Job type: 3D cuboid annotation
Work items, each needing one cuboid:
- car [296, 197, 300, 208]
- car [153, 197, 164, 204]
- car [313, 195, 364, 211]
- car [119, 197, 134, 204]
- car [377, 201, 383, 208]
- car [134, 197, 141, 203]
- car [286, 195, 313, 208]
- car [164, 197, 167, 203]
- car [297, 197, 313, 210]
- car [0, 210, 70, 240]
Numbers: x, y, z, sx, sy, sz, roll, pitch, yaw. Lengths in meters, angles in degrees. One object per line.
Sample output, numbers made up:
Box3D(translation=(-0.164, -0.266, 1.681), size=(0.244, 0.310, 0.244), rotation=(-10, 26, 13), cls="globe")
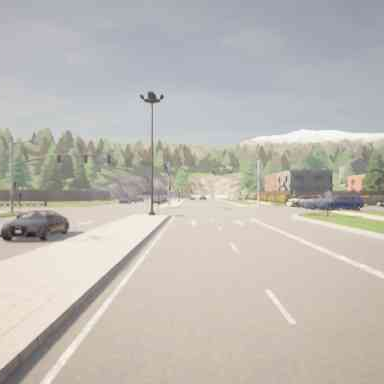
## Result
Box3D(translation=(18.865, 1.824, 49.667), size=(5.357, 1.411, 2.033), rotation=(0, 0, -1), cls="car")
Box3D(translation=(-7.917, 1.936, 73.935), size=(1.812, 1.442, 4.674), rotation=(0, 0, 0), cls="car")
Box3D(translation=(18.991, 1.461, 42.668), size=(5.566, 2.045, 2.150), rotation=(0, 0, -1), cls="car")
Box3D(translation=(-14.916, 1.953, 74.304), size=(2.033, 1.411, 5.357), rotation=(0, 0, 0), cls="car")
Box3D(translation=(32.293, 1.789, 53.275), size=(4.902, 1.511, 2.128), rotation=(0, 0, 0), cls="car")
Box3D(translation=(-14.905, 1.971, 84.685), size=(1.837, 1.490, 4.892), rotation=(0, 0, 0), cls="car")
Box3D(translation=(18.050, 1.521, 53.248), size=(5.566, 2.045, 2.150), rotation=(0, 0, 1), cls="car")
Box3D(translation=(-7.906, 1.989, 83.545), size=(1.812, 1.442, 4.674), rotation=(0, 0, 0), cls="car")
Box3D(translation=(17.968, 1.805, 46.160), size=(5.357, 1.411, 2.033), rotation=(0, 0, -1), cls="car")
Box3D(translation=(-8.002, 1.661, 17.345), size=(1.994, 1.385, 4.181), rotation=(0, 0, 1), cls="car")
